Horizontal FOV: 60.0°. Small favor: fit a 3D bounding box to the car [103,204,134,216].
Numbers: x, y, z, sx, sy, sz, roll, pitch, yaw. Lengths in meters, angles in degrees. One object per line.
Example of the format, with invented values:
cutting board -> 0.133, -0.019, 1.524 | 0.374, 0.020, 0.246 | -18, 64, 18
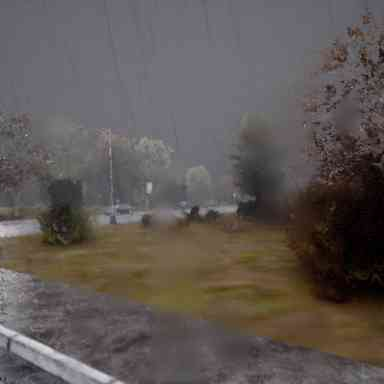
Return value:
car -> -10.003, 2.460, 45.248 | 1.837, 1.490, 4.892 | -3, -2, 32
